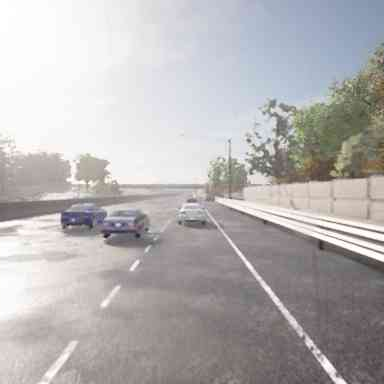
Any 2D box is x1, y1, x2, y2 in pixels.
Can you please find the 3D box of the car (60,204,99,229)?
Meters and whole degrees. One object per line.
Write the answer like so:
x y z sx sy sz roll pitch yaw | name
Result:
-6.902 1.496 21.798 1.882 1.535 5.008 0 0 0 | car

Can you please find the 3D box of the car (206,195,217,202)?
5.640 1.788 94.673 2.150 2.045 5.566 0 -1 20 | car

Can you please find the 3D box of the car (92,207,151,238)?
-3.404 1.560 17.831 2.033 1.411 5.357 0 0 0 | car

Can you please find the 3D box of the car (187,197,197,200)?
0.004 1.594 61.242 1.882 1.535 5.008 0 0 0 | car

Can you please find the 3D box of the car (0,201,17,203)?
-21.090 1.652 37.758 1.895 1.301 4.718 0 0 0 | car

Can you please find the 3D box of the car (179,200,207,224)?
-0.005 1.549 24.613 1.812 1.442 4.674 0 0 0 | car
